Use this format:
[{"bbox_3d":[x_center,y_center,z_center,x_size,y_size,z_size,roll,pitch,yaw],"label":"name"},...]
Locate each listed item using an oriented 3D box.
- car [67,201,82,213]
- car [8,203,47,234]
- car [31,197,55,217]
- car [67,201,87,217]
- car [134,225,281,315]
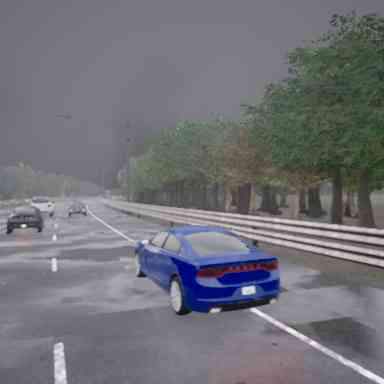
[{"bbox_3d":[-15.939,1.942,45.319,1.812,1.442,4.674,0,0,-19],"label":"car"},{"bbox_3d":[-10.480,1.711,21.200,1.837,1.490,4.892,0,-1,-22],"label":"car"},{"bbox_3d":[-16.016,1.569,35.605,2.150,2.045,5.566,0,0,-20],"label":"car"},{"bbox_3d":[-12.310,1.869,35.617,2.033,1.411,5.357,0,0,-20],"label":"car"},{"bbox_3d":[-0.019,1.530,7.887,1.882,1.535,5.008,0,0,-23],"label":"car"}]
